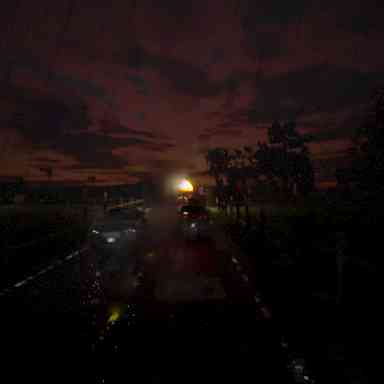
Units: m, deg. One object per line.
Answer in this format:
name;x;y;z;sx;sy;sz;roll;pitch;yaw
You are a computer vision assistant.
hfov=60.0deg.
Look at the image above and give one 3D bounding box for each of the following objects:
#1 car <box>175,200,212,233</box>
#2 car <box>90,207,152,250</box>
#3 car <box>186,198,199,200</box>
car;0.077;1.419;18.950;1.837;1.490;4.892;0;0;0
car;-2.863;1.426;14.197;2.128;1.511;4.902;0;0;0
car;0.069;1.351;34.460;1.837;1.490;4.892;0;0;0
